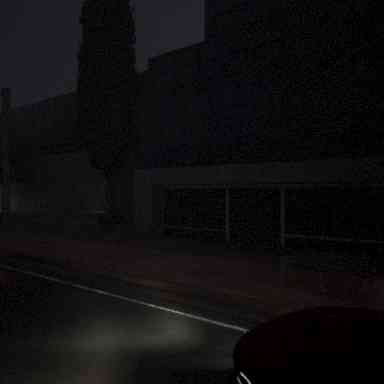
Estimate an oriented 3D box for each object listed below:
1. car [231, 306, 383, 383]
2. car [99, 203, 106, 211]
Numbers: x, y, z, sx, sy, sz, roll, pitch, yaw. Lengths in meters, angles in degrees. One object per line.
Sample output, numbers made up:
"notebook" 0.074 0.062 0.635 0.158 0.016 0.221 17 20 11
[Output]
"car" 2.625 1.478 2.123 5.008 1.535 1.882 -1 -1 35
"car" -8.839 1.540 41.152 2.033 1.411 5.357 0 0 36
